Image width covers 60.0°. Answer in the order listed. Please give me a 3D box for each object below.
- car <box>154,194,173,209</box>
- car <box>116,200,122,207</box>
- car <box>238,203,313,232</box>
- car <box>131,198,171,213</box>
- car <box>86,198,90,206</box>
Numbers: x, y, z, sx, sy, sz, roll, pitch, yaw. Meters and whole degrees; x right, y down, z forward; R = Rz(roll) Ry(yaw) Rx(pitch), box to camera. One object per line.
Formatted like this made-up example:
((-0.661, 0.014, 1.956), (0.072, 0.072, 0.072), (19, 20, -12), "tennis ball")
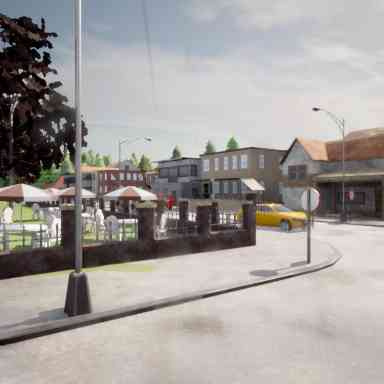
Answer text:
((-4.428, 1.221, 41.004), (2.150, 2.045, 5.566), (0, 0, -35), "car")
((-10.442, 1.564, 49.451), (1.994, 1.385, 4.181), (0, 0, -35), "car")
((5.027, 1.478, 20.522), (1.882, 1.535, 5.008), (0, 0, -36), "car")
((-4.730, 1.547, 34.201), (2.033, 1.411, 5.357), (0, 0, -35), "car")
((-16.148, 1.493, 50.391), (2.128, 1.511, 4.902), (0, 0, -35), "car")
